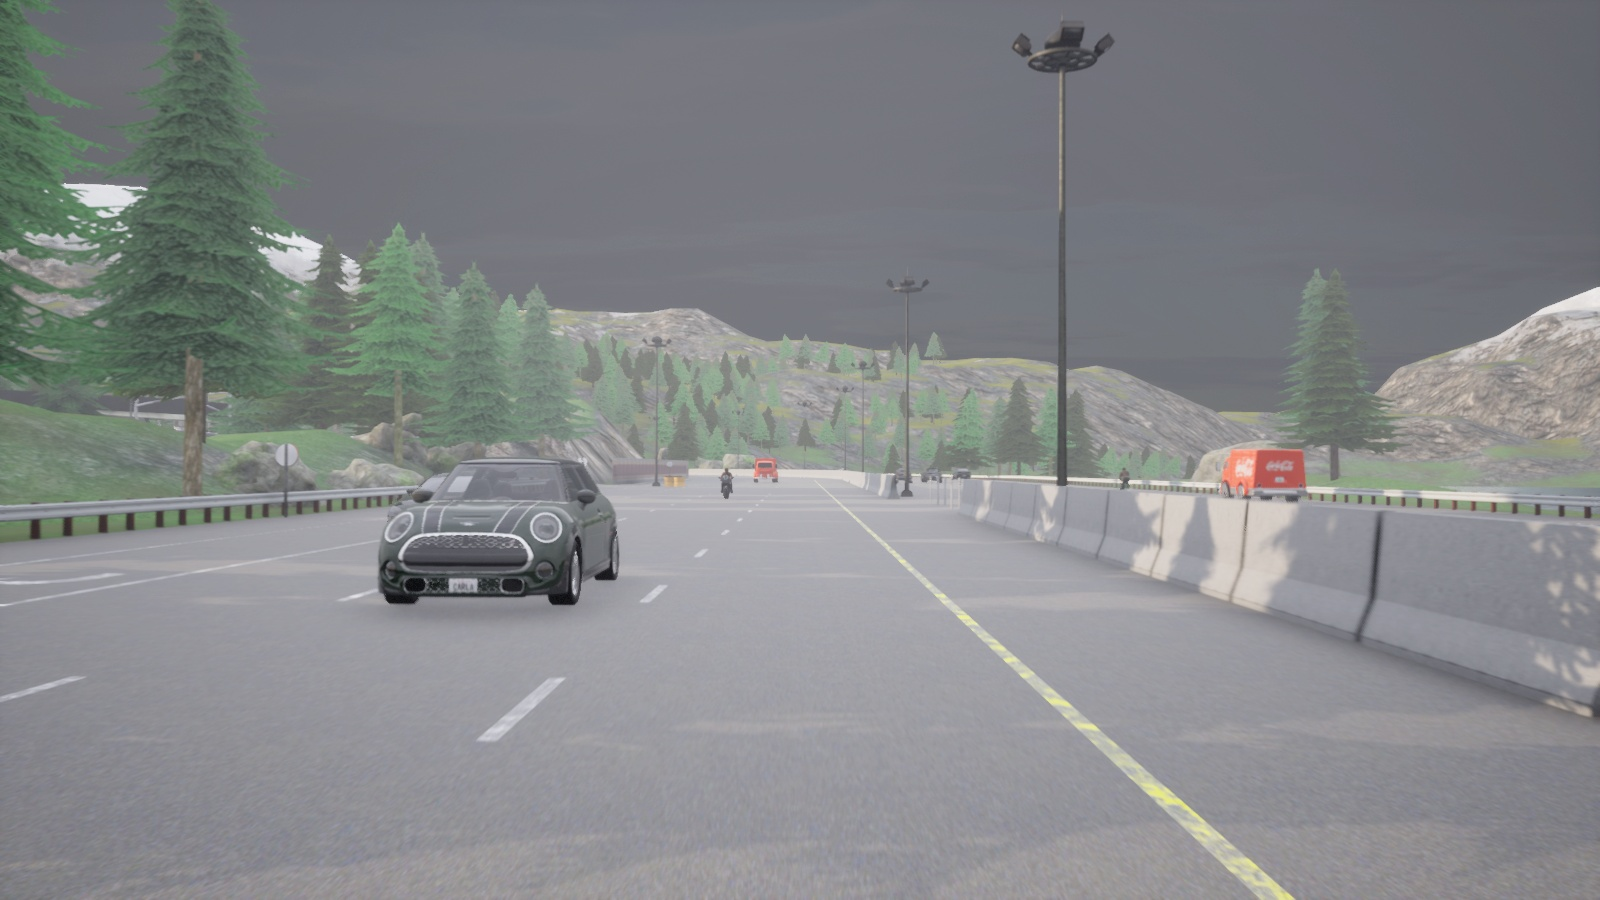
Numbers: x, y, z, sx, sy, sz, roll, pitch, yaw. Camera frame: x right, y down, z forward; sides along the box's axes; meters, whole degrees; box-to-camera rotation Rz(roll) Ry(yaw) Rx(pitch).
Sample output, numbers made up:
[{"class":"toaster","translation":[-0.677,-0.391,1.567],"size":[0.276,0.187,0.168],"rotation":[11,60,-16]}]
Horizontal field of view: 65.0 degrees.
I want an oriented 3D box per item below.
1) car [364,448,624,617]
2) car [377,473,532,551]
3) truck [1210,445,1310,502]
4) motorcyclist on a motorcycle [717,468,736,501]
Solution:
[{"class":"car","translation":[-3.528,0.898,15.448],"size":[2.097,1.767,4.553],"rotation":[0,-1,0]},{"class":"car","translation":[-7.106,1.231,26.341],"size":[1.812,1.442,4.674],"rotation":[-1,-1,2]},{"class":"truck","translation":[20.986,1.046,57.583],"size":[2.627,2.467,5.204],"rotation":[0,-1,0]},{"class":"motorcyclist on a motorcycle","translation":[-3.511,1.646,60.190],"size":[0.797,1.523,2.044],"rotation":[0,-1,0]}]
